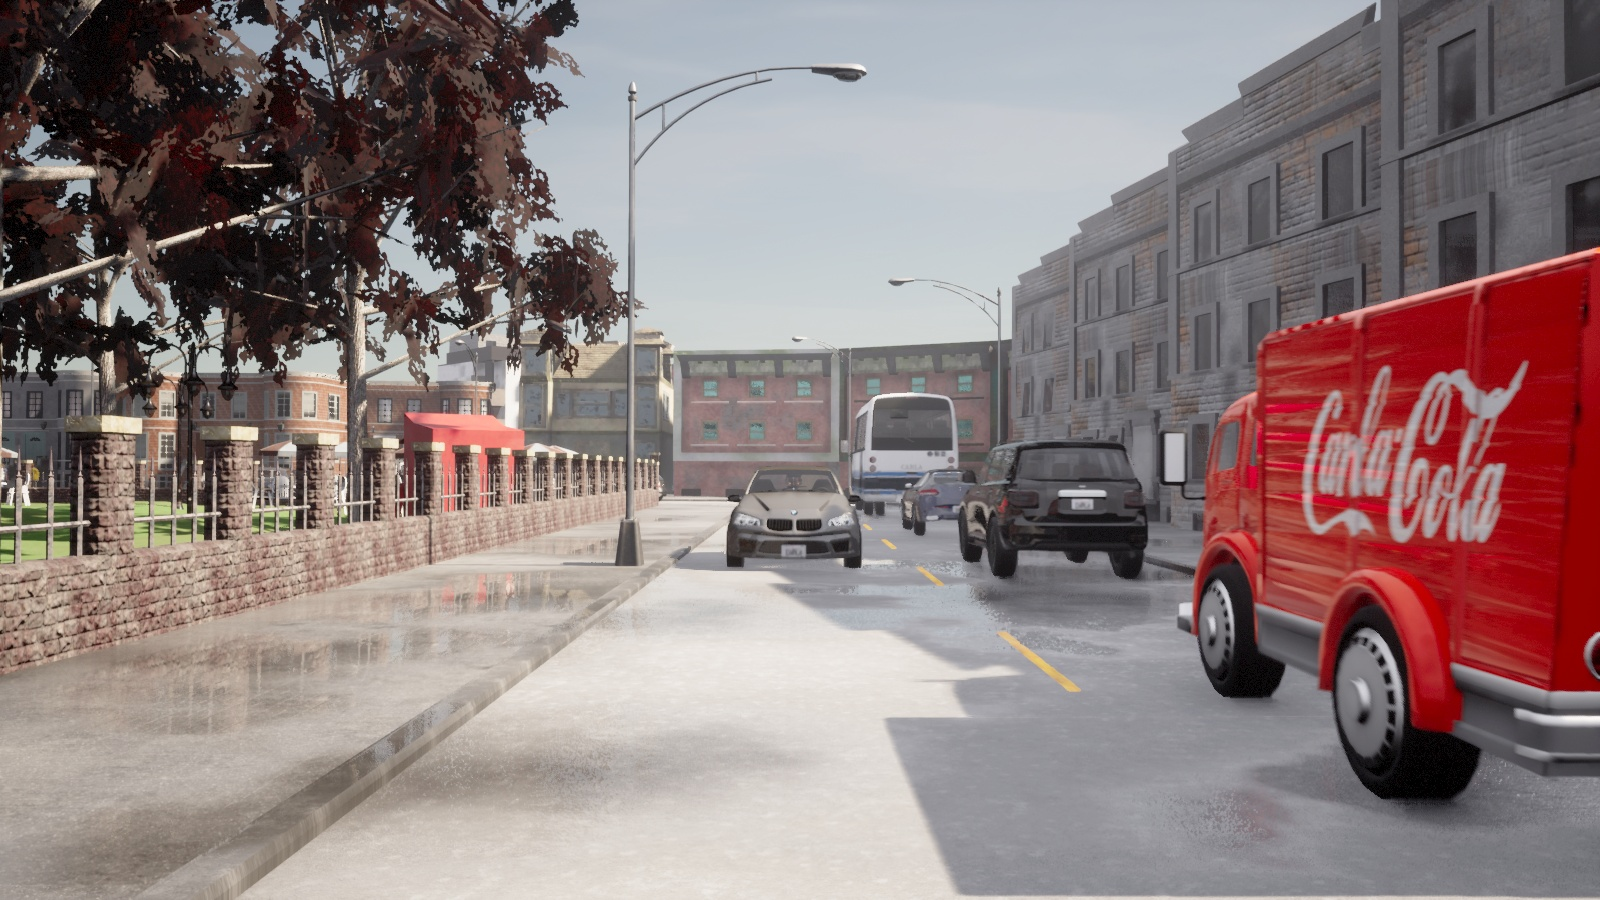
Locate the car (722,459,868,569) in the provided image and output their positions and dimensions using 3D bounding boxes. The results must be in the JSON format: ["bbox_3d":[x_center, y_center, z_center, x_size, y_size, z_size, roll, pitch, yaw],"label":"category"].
[{"bbox_3d":[-0.092,1.021,21.597,2.242,1.667,4.611,0,-1,0],"label":"car"}]

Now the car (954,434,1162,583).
[{"bbox_3d":[3.914,0.856,20.152,2.150,2.045,5.566,0,-1,0],"label":"car"}]

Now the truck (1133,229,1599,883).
[{"bbox_3d":[3.970,0.435,7.355,2.627,2.467,5.204,0,-1,0],"label":"truck"}]

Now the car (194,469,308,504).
[{"bbox_3d":[-26.865,1.799,61.614,4.611,1.667,2.242,0,-1,0],"label":"car"}]

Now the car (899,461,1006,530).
[{"bbox_3d":[3.858,1.126,32.700,2.152,1.651,5.027,0,-1,0],"label":"car"}]

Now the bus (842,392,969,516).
[{"bbox_3d":[3.783,0.231,48.224,3.944,4.253,10.273,0,-1,0],"label":"bus"}]
